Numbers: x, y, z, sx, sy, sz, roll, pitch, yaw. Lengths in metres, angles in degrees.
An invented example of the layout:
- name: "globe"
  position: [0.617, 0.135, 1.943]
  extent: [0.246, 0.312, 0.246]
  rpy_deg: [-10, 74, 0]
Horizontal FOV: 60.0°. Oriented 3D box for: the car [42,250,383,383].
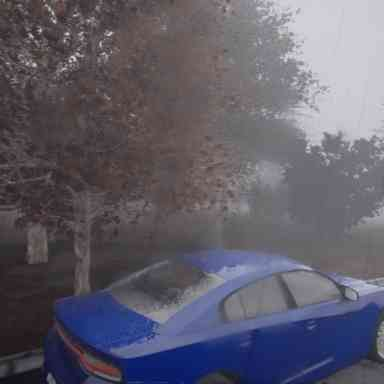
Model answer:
- name: "car"
  position: [0.805, 1.526, 4.331]
  extent: [5.008, 1.535, 2.097]
  rpy_deg: [1, -1, -35]
